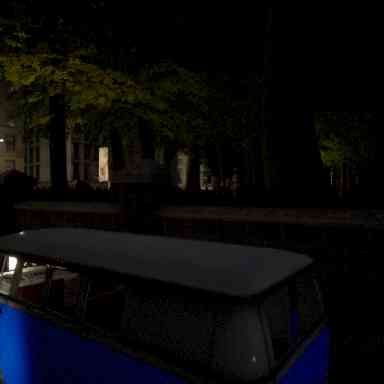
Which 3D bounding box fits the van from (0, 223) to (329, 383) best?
[{"bbox_3d":[-0.719,1.341,3.374,3.998,1.788,1.690,0,0,36],"label":"van"}]
